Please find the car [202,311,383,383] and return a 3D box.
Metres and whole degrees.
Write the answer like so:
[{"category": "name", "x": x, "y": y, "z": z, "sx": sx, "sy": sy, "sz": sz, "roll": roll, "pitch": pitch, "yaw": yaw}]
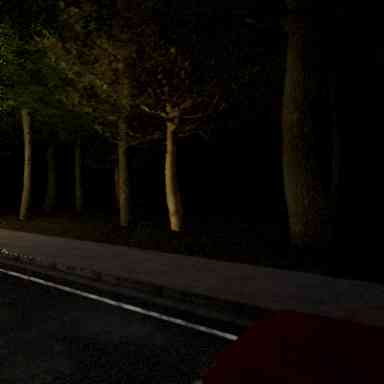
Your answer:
[{"category": "car", "x": 2.326, "y": 1.605, "z": 2.027, "sx": 4.718, "sy": 1.301, "sz": 1.895, "roll": 0, "pitch": 0, "yaw": 35}]
